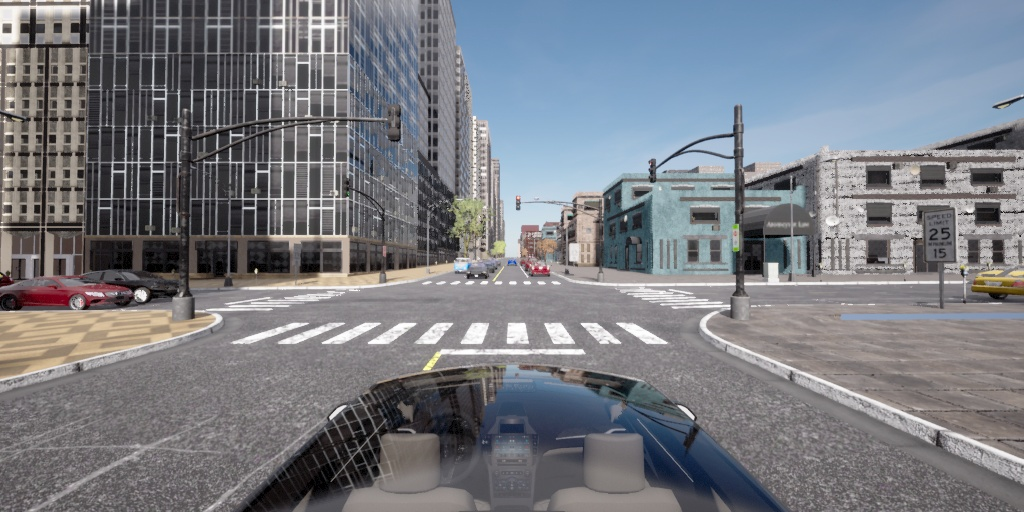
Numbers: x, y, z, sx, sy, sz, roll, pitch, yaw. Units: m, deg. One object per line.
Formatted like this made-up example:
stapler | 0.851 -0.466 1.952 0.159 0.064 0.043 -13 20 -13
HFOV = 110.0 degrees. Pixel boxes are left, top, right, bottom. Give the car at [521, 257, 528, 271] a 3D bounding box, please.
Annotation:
car | 2.704 1.070 47.215 2.192 1.841 5.009 0 0 0

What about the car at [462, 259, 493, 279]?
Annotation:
car | -3.076 1.302 33.058 2.033 1.411 5.357 0 0 -1

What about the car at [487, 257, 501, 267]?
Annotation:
car | -3.080 1.303 53.304 2.033 1.411 5.357 0 0 0

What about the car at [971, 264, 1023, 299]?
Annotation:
car | 20.693 0.994 13.657 4.829 1.417 1.751 0 0 1

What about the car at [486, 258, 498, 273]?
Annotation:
car | -3.083 1.319 42.937 1.994 1.385 4.181 0 0 0

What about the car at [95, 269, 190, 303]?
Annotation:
car | -17.889 1.359 16.645 5.008 1.535 1.882 -1 -1 0

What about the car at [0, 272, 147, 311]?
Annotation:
car | -17.416 1.413 14.033 4.207 1.307 1.802 0 0 1

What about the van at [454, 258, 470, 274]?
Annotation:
van | -5.679 1.096 41.505 1.690 1.789 3.998 0 0 0

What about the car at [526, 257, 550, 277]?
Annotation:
car | 2.701 1.195 35.867 1.967 1.591 4.097 0 0 0

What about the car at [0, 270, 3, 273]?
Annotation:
car | -23.099 1.325 14.090 4.097 1.591 1.967 0 0 1
